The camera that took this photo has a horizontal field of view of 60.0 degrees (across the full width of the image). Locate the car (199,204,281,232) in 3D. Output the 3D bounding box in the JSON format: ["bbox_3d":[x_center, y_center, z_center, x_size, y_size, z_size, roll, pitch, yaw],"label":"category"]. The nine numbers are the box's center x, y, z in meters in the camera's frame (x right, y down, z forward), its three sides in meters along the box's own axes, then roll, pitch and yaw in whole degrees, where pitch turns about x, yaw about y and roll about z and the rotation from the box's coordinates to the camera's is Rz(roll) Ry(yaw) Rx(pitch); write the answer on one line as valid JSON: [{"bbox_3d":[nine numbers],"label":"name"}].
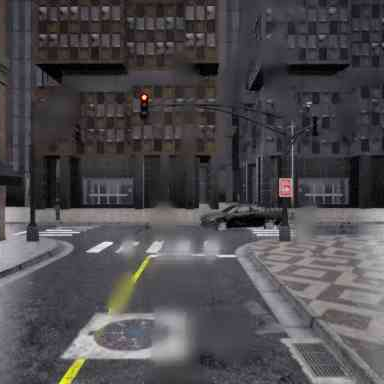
[{"bbox_3d":[2.879,1.470,19.888,5.008,1.535,1.882,0,0,-18],"label":"car"}]

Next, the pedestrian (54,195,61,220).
[{"bbox_3d":[-9.842,1.152,24.394,0.375,1.860,0.375,0,0,1],"label":"pedestrian"}]
